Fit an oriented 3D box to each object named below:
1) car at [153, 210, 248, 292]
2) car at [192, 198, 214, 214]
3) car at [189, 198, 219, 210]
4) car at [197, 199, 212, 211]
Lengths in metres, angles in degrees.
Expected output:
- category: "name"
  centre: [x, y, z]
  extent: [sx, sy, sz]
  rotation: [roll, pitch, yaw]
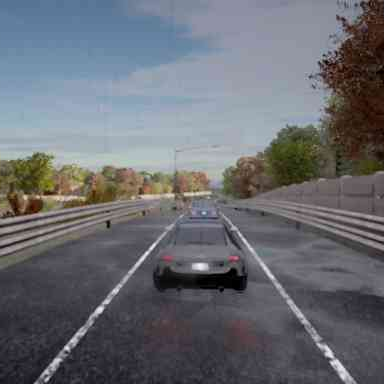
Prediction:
- category: "car"
  centre: [0.230, 1.370, 8.423]
  extent: [1.994, 1.385, 4.181]
  rotation: [0, 1, 2]
- category: "car"
  centre: [1.168, 1.372, 33.814]
  extent: [2.128, 1.511, 4.902]
  rotation: [0, -2, 3]
- category: "car"
  centre: [0.758, 1.242, 21.103]
  extent: [2.033, 1.411, 5.357]
  rotation: [0, 0, 2]
- category: "car"
  centre: [1.715, 1.701, 43.543]
  extent: [1.882, 1.535, 5.008]
  rotation: [0, -3, 4]
